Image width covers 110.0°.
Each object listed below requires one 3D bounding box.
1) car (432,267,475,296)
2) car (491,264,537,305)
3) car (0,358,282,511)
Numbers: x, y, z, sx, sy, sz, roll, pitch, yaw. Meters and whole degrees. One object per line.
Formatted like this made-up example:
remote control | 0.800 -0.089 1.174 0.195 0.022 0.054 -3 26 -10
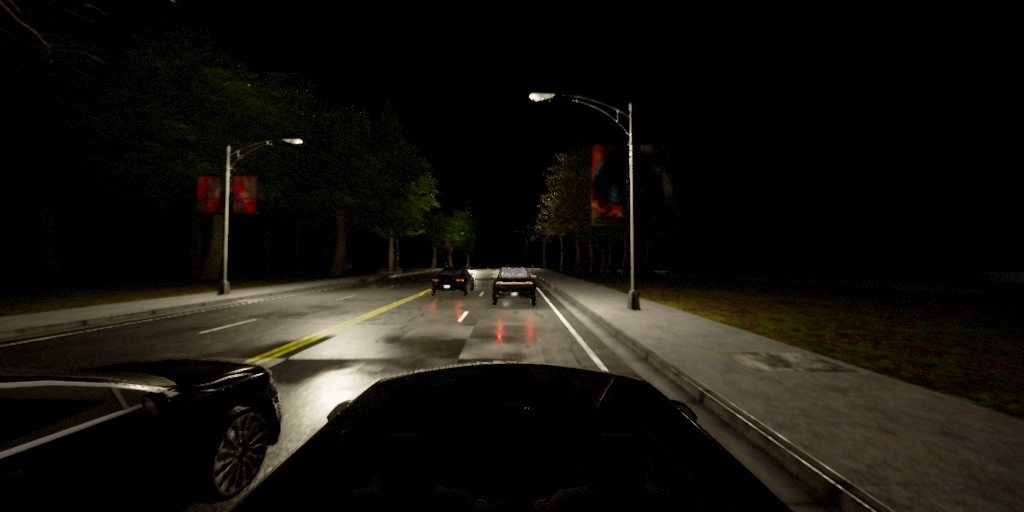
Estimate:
car | -3.156 1.329 19.708 1.812 1.442 4.674 0 0 0
car | 0.095 1.277 16.277 2.128 1.511 4.902 0 0 0
car | -3.150 1.242 1.518 2.128 1.511 4.902 0 0 0
